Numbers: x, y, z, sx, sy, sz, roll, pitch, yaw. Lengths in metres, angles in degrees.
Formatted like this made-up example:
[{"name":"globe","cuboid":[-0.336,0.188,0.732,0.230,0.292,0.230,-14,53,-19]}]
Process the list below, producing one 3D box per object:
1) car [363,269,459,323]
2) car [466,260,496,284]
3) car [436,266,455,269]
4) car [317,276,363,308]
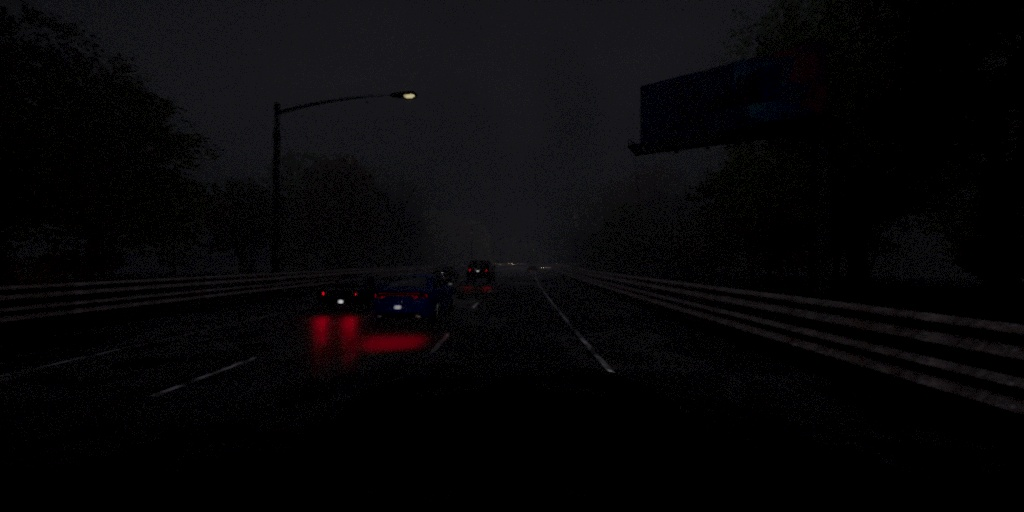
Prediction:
[{"name":"car","cuboid":[-3.297,1.382,12.965,1.882,1.535,5.008,0,-1,1]},{"name":"car","cuboid":[-2.764,1.411,32.718,2.150,2.045,5.566,0,-1,2]},{"name":"car","cuboid":[-6.216,1.708,33.848,1.837,1.490,4.892,0,-1,2]},{"name":"car","cuboid":[-6.747,1.552,16.425,1.895,1.301,4.718,0,-1,1]}]
